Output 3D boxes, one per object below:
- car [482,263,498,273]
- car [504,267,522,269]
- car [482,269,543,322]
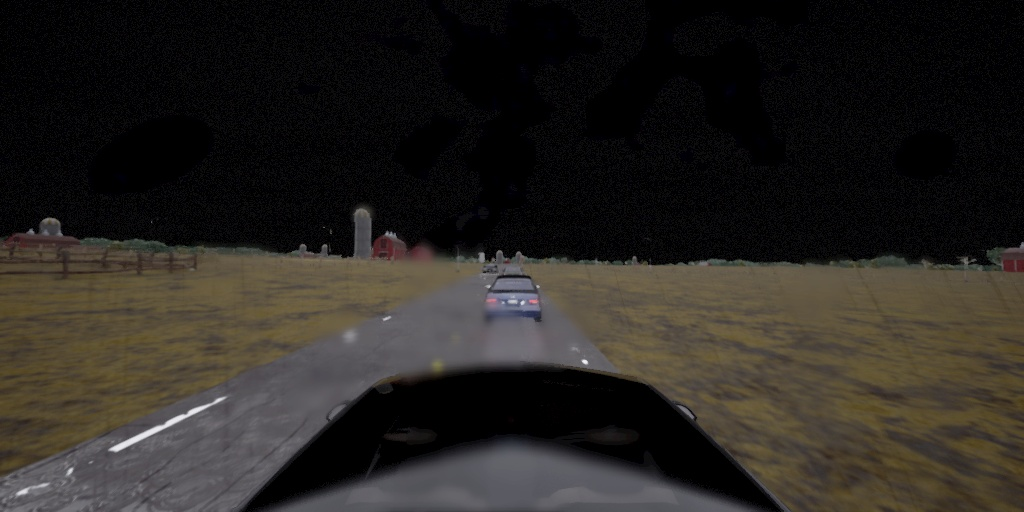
[{"bbox_3d":[-2.826,1.675,47.422,1.994,1.385,4.181,0,0,0],"label":"car"},{"bbox_3d":[0.088,1.570,30.902,1.895,1.301,4.718,0,0,0],"label":"car"},{"bbox_3d":[0.066,1.368,12.626,2.033,1.411,5.357,0,0,0],"label":"car"}]
